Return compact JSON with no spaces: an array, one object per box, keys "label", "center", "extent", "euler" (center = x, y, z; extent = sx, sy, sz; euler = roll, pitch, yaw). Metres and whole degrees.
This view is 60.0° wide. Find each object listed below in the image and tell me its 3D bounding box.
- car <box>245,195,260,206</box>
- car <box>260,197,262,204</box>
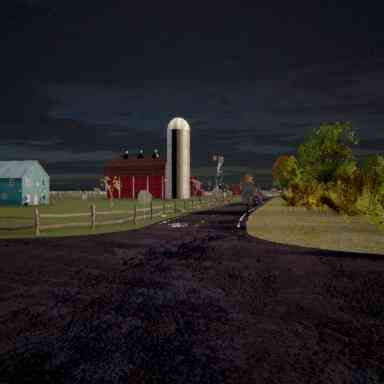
[{"label":"car","center":[9.965,1.498,55.947],"extent":[1.837,1.490,4.892],"euler":[0,0,15]},{"label":"car","center":[12.690,1.358,65.977],"extent":[2.097,1.767,4.553],"euler":[0,0,15]}]
